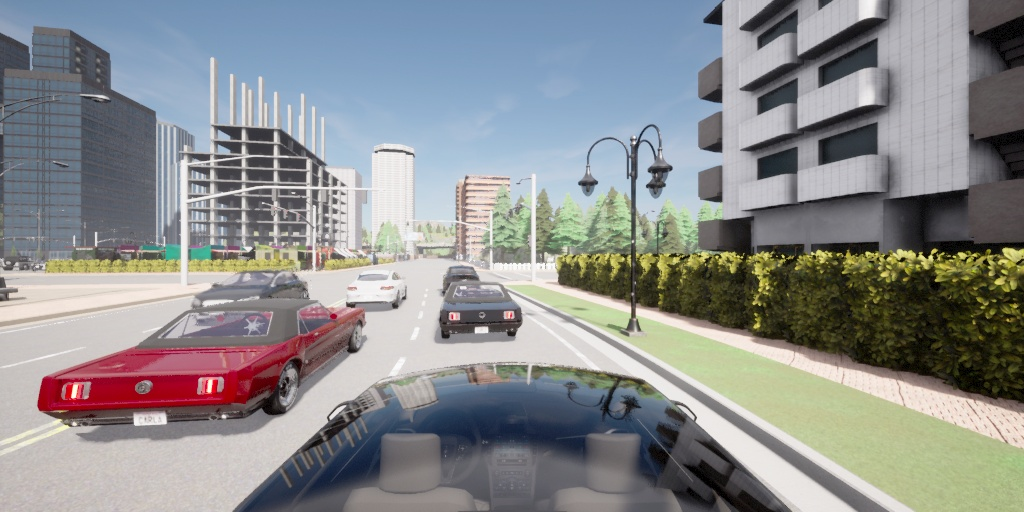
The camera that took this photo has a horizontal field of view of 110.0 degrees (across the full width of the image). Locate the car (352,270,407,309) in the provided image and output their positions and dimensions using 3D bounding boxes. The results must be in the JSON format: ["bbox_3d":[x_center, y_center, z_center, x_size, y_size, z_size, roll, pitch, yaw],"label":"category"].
[{"bbox_3d":[-5.435,1.276,14.724,1.812,1.442,4.674,0,0,-11],"label":"car"}]

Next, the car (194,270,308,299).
[{"bbox_3d":[-8.585,1.241,12.229,2.128,1.511,4.902,0,0,-11],"label":"car"}]

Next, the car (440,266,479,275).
[{"bbox_3d":[-2.771,1.255,19.235,1.837,1.490,4.892,0,0,-11],"label":"car"}]

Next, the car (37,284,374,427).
[{"bbox_3d":[-3.905,1.351,5.826,1.895,1.301,4.718,0,0,-7],"label":"car"}]

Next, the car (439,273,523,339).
[{"bbox_3d":[-1.029,1.351,10.134,1.895,1.301,4.718,0,0,-9],"label":"car"}]
